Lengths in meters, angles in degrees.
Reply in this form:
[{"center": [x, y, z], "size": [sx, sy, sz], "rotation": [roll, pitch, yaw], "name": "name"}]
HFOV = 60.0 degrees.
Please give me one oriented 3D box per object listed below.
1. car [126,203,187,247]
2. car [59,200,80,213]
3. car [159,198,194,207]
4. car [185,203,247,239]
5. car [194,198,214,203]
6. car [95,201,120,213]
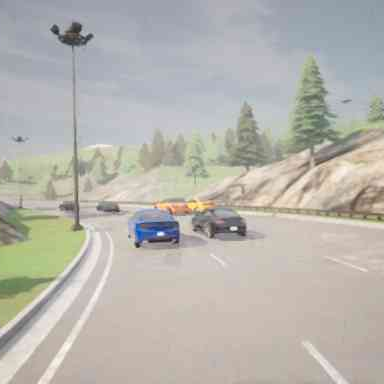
[{"center": [-1.917, 1.519, 15.454], "size": [1.882, 1.535, 5.008], "rotation": [0, 0, -16], "name": "car"}, {"center": [-15.823, 1.869, 42.937], "size": [1.837, 1.490, 4.892], "rotation": [-1, 0, -32], "name": "car"}, {"center": [-2.152, 1.395, 34.083], "size": [2.097, 1.767, 4.553], "rotation": [-2, 0, -30], "name": "car"}, {"center": [1.263, 1.492, 17.129], "size": [1.812, 1.442, 4.674], "rotation": [-1, 0, -16], "name": "car"}, {"center": [0.605, 1.455, 36.403], "size": [1.882, 1.535, 5.008], "rotation": [-1, 0, -31], "name": "car"}, {"center": [-10.402, 1.801, 40.837], "size": [1.994, 1.385, 4.181], "rotation": [-1, 0, -32], "name": "car"}]
